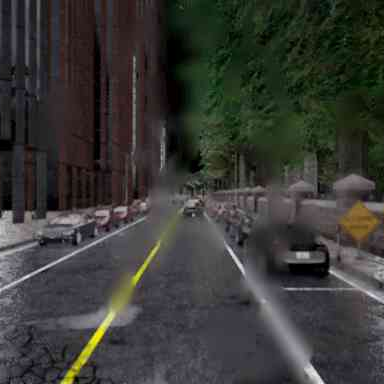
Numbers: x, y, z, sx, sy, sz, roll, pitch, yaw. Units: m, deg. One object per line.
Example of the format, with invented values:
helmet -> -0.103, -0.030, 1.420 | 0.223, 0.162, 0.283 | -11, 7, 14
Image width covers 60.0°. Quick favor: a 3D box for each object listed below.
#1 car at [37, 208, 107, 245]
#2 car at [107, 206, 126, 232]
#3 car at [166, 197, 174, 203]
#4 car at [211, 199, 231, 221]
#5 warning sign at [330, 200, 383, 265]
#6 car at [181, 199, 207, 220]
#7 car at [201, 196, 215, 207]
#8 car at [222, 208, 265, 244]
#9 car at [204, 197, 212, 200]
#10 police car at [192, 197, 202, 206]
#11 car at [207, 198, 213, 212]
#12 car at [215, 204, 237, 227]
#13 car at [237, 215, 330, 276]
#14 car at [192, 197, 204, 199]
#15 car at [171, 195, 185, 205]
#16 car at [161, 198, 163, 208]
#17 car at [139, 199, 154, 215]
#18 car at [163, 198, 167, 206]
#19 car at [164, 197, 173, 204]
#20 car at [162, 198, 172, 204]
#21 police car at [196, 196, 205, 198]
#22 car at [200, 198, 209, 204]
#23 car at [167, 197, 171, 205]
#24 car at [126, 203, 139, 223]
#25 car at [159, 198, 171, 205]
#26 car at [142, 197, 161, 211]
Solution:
car -> -5.740, 1.657, 15.858 | 2.008, 1.369, 4.403 | 0, 0, 0
car -> -5.732, 1.725, 21.314 | 1.802, 1.307, 4.206 | 0, 0, 0
car -> -5.638, 2.129, 86.628 | 1.752, 1.417, 4.829 | 0, 0, 0
car -> 2.801, 1.620, 26.767 | 1.967, 1.590, 4.097 | 0, 0, 0
warning sign -> 5.082, 1.184, 10.139 | 1.300, 1.860, 1.060 | 0, 0, 0
car -> 0.143, 1.708, 30.289 | 1.837, 1.490, 4.892 | 0, 0, 0
car -> 2.848, 1.721, 59.506 | 2.192, 1.841, 5.009 | 0, 0, 0
car -> 2.785, 1.658, 15.853 | 2.008, 1.369, 4.403 | 0, 0, 0
car -> 2.833, 1.855, 48.761 | 1.752, 1.417, 4.829 | 0, 0, 0
police car -> 0.996, 1.880, 66.252 | 1.930, 1.638, 5.238 | 0, 0, 0
car -> 2.809, 1.657, 32.223 | 1.967, 1.590, 4.097 | 0, 0, 0
car -> 2.793, 1.694, 21.310 | 2.008, 1.369, 4.403 | 0, 0, 0
car -> 2.777, 1.636, 10.396 | 1.947, 1.339, 4.313 | 0, 0, 0
car -> 0.149, 1.749, 40.405 | 1.882, 1.535, 5.008 | 0, 0, 0
car -> -2.899, 1.702, 69.913 | 2.150, 2.045, 5.566 | 0, 0, 0
car -> -5.693, 1.872, 48.599 | 1.887, 1.381, 4.507 | 0, 0, 0
car -> -5.708, 1.835, 37.686 | 1.802, 1.307, 4.206 | 0, 0, 0
car -> -5.685, 1.911, 54.056 | 1.887, 1.381, 4.507 | 0, 0, 0
car -> -5.646, 2.004, 81.342 | 1.967, 1.590, 4.097 | 0, 0, 0
car -> -5.653, 2.069, 75.884 | 1.887, 1.381, 4.507 | 0, 0, 0
police car -> 0.973, 1.765, 50.252 | 1.930, 1.638, 5.238 | 0, 0, 0
car -> 2.872, 2.091, 75.873 | 1.947, 1.339, 4.313 | 0, 0, 0
car -> -5.669, 1.885, 64.971 | 1.967, 1.590, 4.097 | 0, 0, 0
car -> -5.724, 1.761, 26.771 | 1.802, 1.307, 4.206 | 0, 0, 0
car -> -5.661, 2.035, 70.427 | 2.008, 1.369, 4.403 | 0, 0, 0
car -> -5.700, 1.605, 43.144 | 2.192, 1.841, 5.009 | 0, 0, 0
